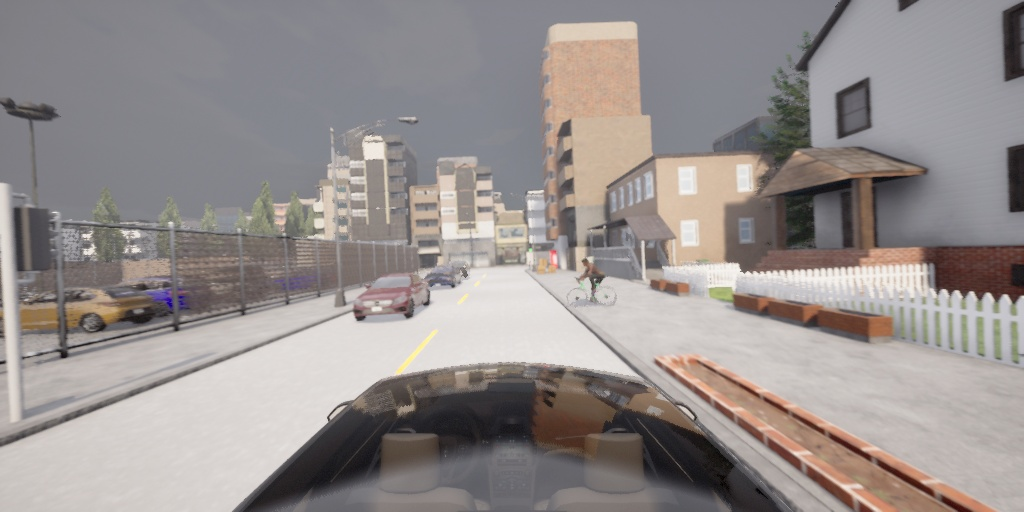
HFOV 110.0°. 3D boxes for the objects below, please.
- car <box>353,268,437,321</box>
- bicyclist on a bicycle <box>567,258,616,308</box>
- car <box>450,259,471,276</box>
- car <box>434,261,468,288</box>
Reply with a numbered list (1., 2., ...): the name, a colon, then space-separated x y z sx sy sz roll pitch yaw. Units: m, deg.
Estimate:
1. car: -4.273 1.375 13.443 1.812 1.442 4.674 -3 0 -2
2. bicyclist on a bicycle: 2.590 0.894 11.763 1.656 1.620 0.582 -3 0 -1
3. car: -4.500 1.036 29.636 1.882 1.535 5.008 -3 0 -1
4. car: -4.471 1.316 24.061 2.033 1.411 5.357 -3 0 -1
